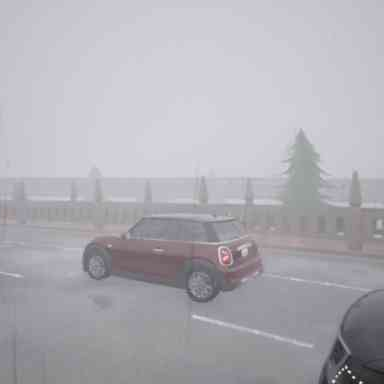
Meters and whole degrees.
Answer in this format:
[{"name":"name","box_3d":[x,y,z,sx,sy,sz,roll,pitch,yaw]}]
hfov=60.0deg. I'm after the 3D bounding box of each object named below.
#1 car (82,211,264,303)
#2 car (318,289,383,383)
[{"name":"car","box_3d":[-0.641,1.317,8.319,4.553,1.767,2.097,0,0,33]},{"name":"car","box_3d":[3.468,1.211,1.380,5.566,2.045,2.150,0,0,36]}]
